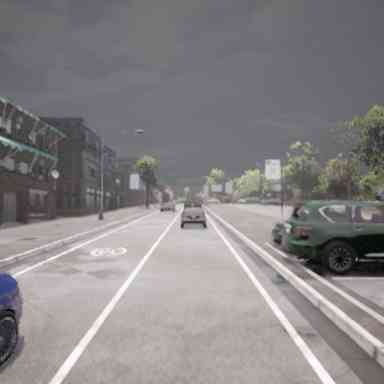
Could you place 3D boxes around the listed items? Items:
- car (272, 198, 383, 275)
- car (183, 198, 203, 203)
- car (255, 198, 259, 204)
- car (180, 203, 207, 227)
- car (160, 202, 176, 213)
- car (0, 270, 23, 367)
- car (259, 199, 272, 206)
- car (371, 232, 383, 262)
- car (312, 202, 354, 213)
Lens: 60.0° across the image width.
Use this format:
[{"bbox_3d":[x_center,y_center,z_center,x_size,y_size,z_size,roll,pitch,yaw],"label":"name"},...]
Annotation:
[{"bbox_3d":[5.627,1.284,10.253,5.566,2.045,2.435,0,0,0],"label":"car"},{"bbox_3d":[0.108,1.689,40.303,2.150,2.045,5.566,0,-1,0],"label":"car"},{"bbox_3d":[18.700,2.528,81.487,4.674,1.452,2.002,0,-1,0],"label":"car"},{"bbox_3d":[0.105,1.797,24.908,2.033,1.411,5.357,0,-1,0],"label":"car"},{"bbox_3d":[-3.324,2.112,46.222,1.994,1.385,4.181,0,-1,0],"label":"car"},{"bbox_3d":[-3.349,1.539,3.070,1.812,1.442,4.674,0,0,0],"label":"car"},{"bbox_3d":[18.770,2.317,78.320,4.553,1.767,2.185,0,-1,0],"label":"car"},{"bbox_3d":[5.601,1.493,4.647,4.892,1.521,2.231,0,0,0],"label":"car"},{"bbox_3d":[18.706,2.016,44.287,4.674,1.452,2.002,0,-1,0],"label":"car"}]
